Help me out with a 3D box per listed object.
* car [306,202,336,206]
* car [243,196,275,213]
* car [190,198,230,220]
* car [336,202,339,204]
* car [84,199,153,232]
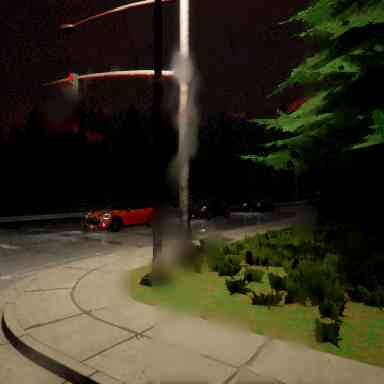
[{"bbox_3d":[16.413,1.195,42.900,2.150,2.045,5.566,0,0,36],"label":"car"},{"bbox_3d":[7.464,1.325,36.852,2.097,1.767,4.553,0,0,36],"label":"car"},{"bbox_3d":[1.364,1.325,28.163,2.097,1.767,4.553,0,0,35],"label":"car"},{"bbox_3d":[22.714,1.465,51.368,2.128,1.511,4.902,0,0,37],"label":"car"},{"bbox_3d":[-4.223,1.325,20.087,2.097,1.767,4.553,0,0,35],"label":"car"}]
